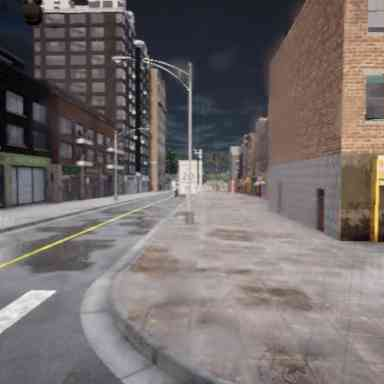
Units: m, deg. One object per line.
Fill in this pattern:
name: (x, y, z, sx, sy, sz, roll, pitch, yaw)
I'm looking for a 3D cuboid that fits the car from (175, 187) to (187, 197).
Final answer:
car: (-1.668, 0.018, 52.716, 1.837, 1.490, 4.892, 0, 1, 2)
